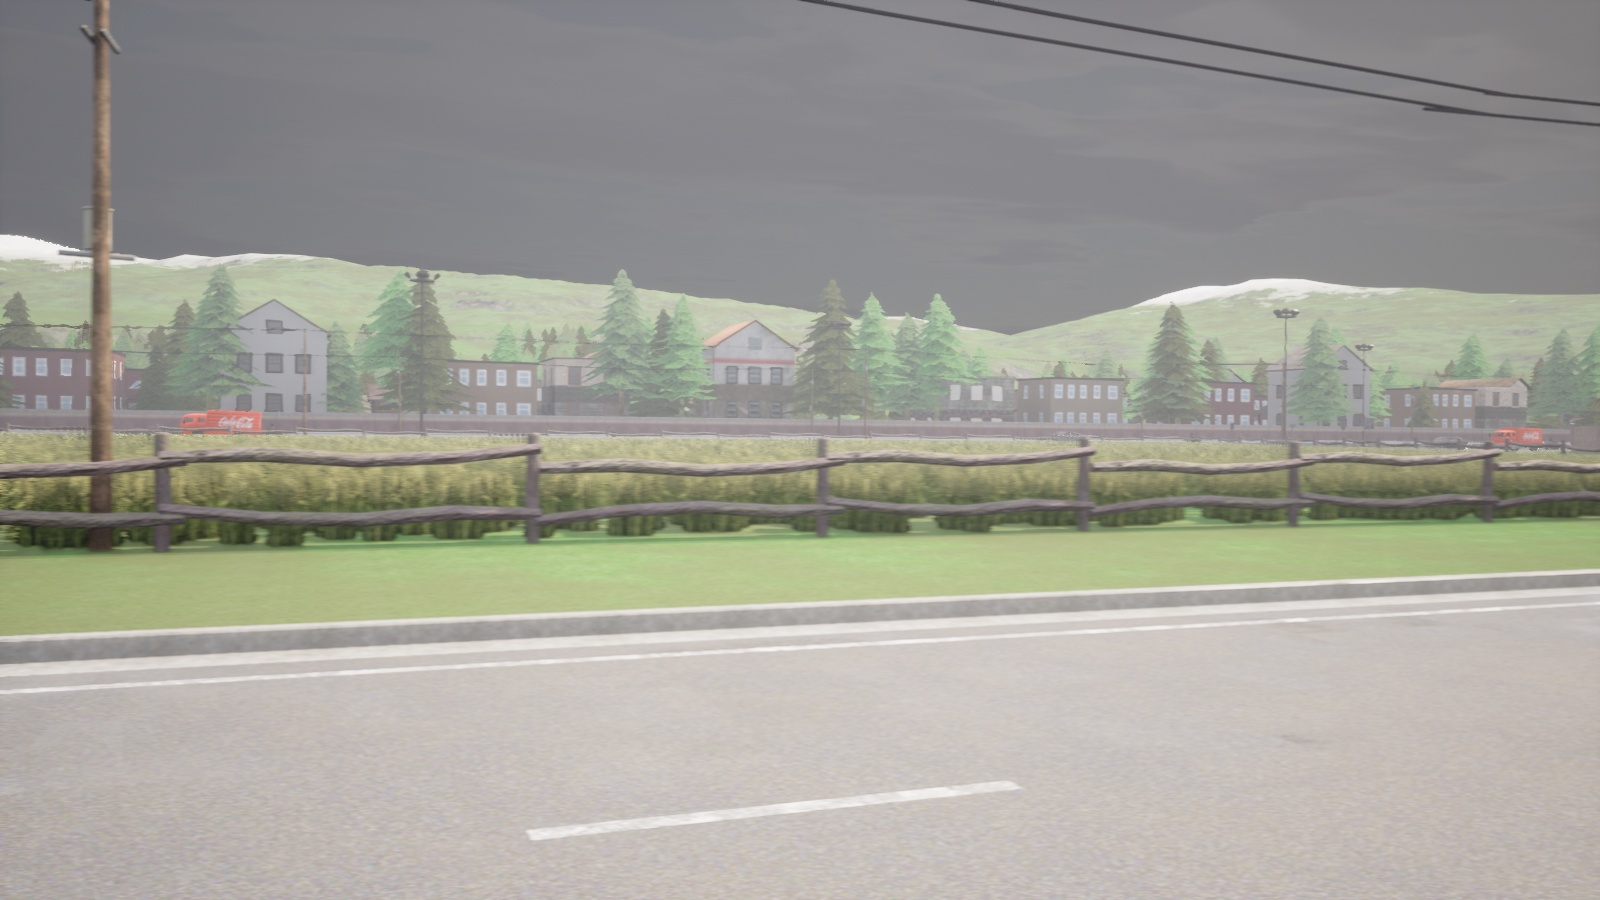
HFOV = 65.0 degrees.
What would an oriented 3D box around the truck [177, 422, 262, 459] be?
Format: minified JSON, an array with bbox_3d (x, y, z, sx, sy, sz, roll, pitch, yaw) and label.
[{"bbox_3d":[-40.375,-0.660,87.491,5.204,2.467,2.627,0,1,-21],"label":"truck"}]
